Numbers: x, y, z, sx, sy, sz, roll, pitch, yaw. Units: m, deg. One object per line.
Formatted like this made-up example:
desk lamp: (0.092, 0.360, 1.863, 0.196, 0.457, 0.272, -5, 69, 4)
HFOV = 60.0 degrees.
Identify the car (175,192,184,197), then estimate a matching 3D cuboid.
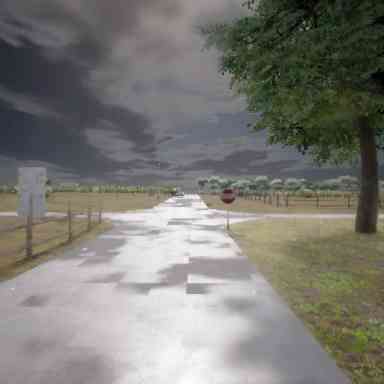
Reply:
car: (-2.751, 0.545, 75.298, 1.895, 1.301, 4.718, 0, 1, 0)
